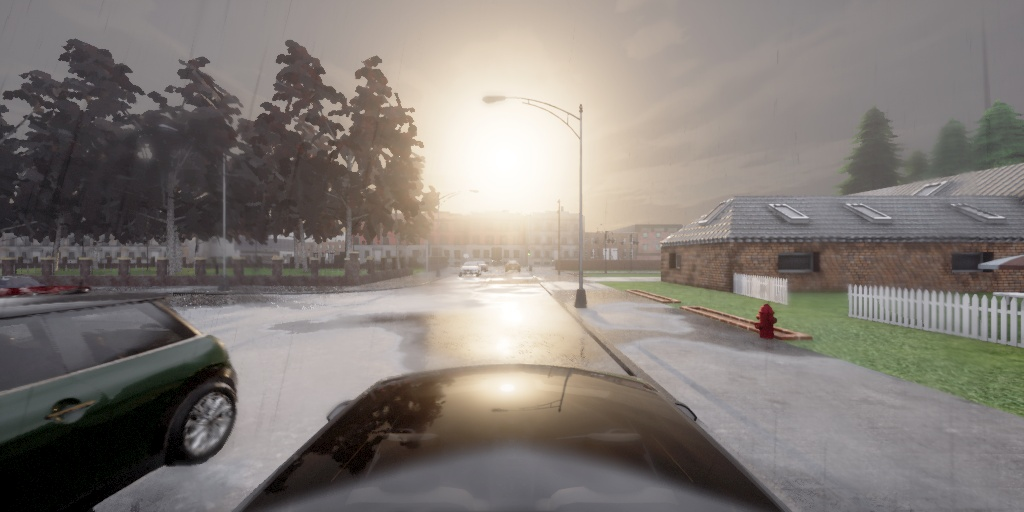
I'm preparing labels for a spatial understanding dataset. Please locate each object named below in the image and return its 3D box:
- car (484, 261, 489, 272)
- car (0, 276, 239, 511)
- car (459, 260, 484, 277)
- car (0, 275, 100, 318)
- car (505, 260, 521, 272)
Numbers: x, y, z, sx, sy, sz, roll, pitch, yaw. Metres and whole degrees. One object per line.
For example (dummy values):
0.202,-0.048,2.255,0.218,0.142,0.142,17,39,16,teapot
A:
-4.049,1.276,45.463,1.812,1.442,4.674,0,0,0,car
-3.968,1.102,1.878,2.097,1.767,4.553,0,0,0,car
-4.079,1.276,35.663,1.812,1.442,4.674,0,0,0,car
-17.792,1.351,12.477,4.718,1.301,1.895,0,0,0,car
0.125,1.275,47.129,1.812,1.442,4.674,0,0,0,car
